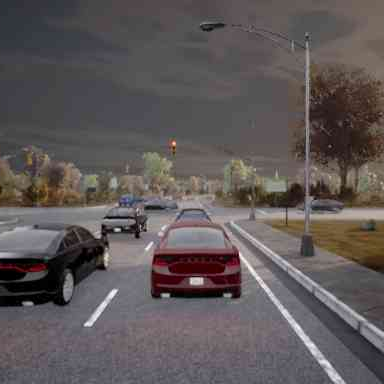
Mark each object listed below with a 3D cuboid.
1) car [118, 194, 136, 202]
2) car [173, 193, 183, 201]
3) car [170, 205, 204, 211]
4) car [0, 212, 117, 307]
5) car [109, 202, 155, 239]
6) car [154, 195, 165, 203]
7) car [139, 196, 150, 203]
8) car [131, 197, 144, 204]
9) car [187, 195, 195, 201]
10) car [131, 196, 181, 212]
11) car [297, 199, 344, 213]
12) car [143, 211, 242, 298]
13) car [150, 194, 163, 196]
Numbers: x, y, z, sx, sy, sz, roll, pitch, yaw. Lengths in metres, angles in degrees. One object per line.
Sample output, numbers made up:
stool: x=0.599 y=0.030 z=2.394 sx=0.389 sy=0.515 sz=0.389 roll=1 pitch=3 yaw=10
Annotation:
car: x=-10.691 y=1.309 z=55.825 sx=2.150 sy=2.045 sz=5.566 roll=0 pitch=0 yaw=2
car: x=-3.712 y=1.351 z=85.414 sx=2.150 sy=2.045 sz=5.566 roll=0 pitch=0 yaw=0
car: x=0.059 y=1.592 z=17.574 sx=1.994 sy=1.385 sz=4.181 roll=0 pitch=0 yaw=0
car: x=-3.418 y=1.491 z=8.110 sx=1.882 sy=1.535 sz=5.008 roll=0 pitch=0 yaw=0
car: x=-3.435 y=1.519 z=17.597 sx=2.128 sy=1.511 sz=4.902 roll=0 pitch=0 yaw=-1
car: x=-7.188 y=1.472 z=74.701 sx=2.097 sy=1.767 sz=4.553 roll=0 pitch=0 yaw=0
car: x=-10.691 y=1.619 z=75.872 sx=1.837 sy=1.490 sz=4.892 roll=0 pitch=0 yaw=0
car: x=-10.692 y=1.703 z=65.591 sx=1.895 sy=1.301 sz=4.718 roll=0 pitch=0 yaw=0
car: x=-0.212 y=1.482 z=85.779 sx=2.097 sy=1.767 sz=4.553 roll=0 pitch=0 yaw=0
car: x=-4.043 y=1.551 z=37.905 sx=4.902 sy=1.511 sz=2.128 roll=0 pitch=0 yaw=3
car: x=14.179 y=1.562 z=36.926 sx=4.892 sy=1.490 sz=1.837 roll=0 pitch=0 yaw=3
car: x=0.080 y=1.491 z=8.585 sx=1.882 sy=1.535 sz=5.008 roll=0 pitch=0 yaw=0
car: x=-7.203 y=1.322 z=64.520 sx=2.150 sy=2.045 sz=5.566 roll=0 pitch=0 yaw=1
